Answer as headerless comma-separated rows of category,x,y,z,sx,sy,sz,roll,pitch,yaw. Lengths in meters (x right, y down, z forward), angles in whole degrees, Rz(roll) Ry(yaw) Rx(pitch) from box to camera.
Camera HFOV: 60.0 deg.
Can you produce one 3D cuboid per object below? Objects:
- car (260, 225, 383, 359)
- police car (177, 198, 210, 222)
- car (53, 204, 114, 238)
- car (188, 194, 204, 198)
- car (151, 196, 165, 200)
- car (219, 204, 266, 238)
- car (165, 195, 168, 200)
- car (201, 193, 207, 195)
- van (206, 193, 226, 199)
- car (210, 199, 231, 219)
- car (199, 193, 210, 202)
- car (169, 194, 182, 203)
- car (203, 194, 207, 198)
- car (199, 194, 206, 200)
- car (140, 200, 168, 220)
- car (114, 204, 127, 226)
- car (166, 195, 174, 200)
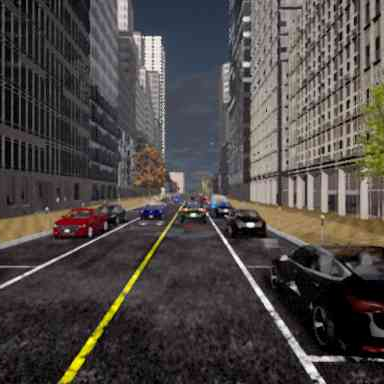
car,2.694,1.557,5.990,1.947,1.339,4.313,0,0,0
police car,0.104,1.458,25.889,2.038,1.542,4.974,0,0,0
car,-5.684,1.517,17.385,1.887,1.381,4.507,0,0,0
car,0.107,1.355,41.699,2.033,1.649,4.856,0,1,0
car,-5.677,1.426,51.370,1.752,1.417,4.829,0,0,0
car,2.696,1.539,17.375,1.947,1.339,4.313,0,0,0
car,-5.675,1.436,57.234,2.008,1.369,4.403,0,0,0
car,2.708,1.185,62.912,2.192,1.841,5.009,0,0,0
van,2.701,1.281,34.452,1.690,1.788,3.998,0,0,0
car,2.699,1.518,28.759,1.947,1.339,4.313,0,0,0
car,2.710,1.153,74.297,2.192,1.841,5.009,0,0,0
car,-2.989,1.320,67.935,1.882,1.535,5.008,0,0,0
car,2.702,1.367,40.144,1.967,1.590,4.097,0,0,0
car,2.712,1.328,85.850,1.752,1.417,4.829,0,0,0
car,-3.094,1.555,27.437,1.895,1.301,4.718,0,0,0
car,-5.683,1.529,23.077,1.947,1.339,4.313,0,0,0
car,-5.669,1.369,85.696,1.947,1.339,4.313,0,0,0
